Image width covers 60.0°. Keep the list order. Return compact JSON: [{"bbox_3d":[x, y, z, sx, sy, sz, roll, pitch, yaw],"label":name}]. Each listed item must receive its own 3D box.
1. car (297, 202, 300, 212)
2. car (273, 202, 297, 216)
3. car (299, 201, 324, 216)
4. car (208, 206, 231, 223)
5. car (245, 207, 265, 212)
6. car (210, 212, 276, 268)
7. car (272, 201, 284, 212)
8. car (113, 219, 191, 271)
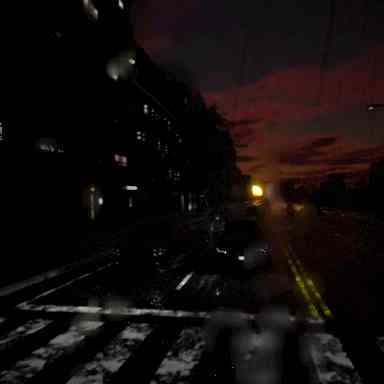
[{"bbox_3d":[16.386,2.145,49.496,1.882,1.535,5.008,-2,-1,12],"label":"car"},{"bbox_3d":[11.354,2.219,40.929,1.895,1.301,4.718,-2,-1,12],"label":"car"},{"bbox_3d":[14.431,2.073,39.784,1.994,1.385,4.181,-2,-1,12],"label":"car"},{"bbox_3d":[2.778,2.156,32.280,2.128,1.511,4.902,-2,-1,12],"label":"car"},{"bbox_3d":[6.122,2.139,32.383,1.994,1.385,4.181,-2,-1,12],"label":"car"},{"bbox_3d":[1.985,1.766,12.459,1.837,1.490,4.892,-2,-1,12],"label":"car"},{"bbox_3d":[13.213,2.121,50.213,2.097,1.767,4.553,-2,-1,12],"label":"car"},{"bbox_3d":[-1.303,1.834,12.597,1.882,1.535,5.008,-2,-1,11],"label":"car"}]
